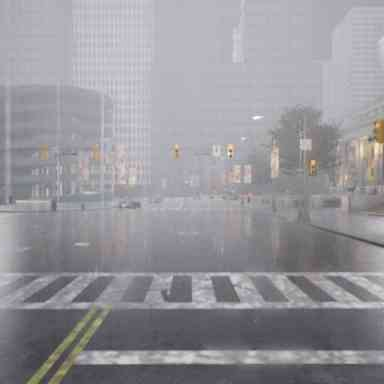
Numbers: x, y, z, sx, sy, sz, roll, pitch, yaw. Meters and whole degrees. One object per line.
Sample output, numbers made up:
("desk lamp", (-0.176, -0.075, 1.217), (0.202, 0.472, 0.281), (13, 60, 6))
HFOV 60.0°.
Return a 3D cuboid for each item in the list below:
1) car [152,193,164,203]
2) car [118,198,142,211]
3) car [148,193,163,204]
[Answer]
("car", (-7.741, 1.260, 75.011), (2.150, 2.045, 5.566), (0, 0, -10))
("car", (-7.736, 1.510, 41.970), (2.128, 1.511, 4.902), (0, 0, 8))
("car", (-7.090, 1.521, 63.055), (2.128, 1.511, 4.902), (0, 0, 0))
